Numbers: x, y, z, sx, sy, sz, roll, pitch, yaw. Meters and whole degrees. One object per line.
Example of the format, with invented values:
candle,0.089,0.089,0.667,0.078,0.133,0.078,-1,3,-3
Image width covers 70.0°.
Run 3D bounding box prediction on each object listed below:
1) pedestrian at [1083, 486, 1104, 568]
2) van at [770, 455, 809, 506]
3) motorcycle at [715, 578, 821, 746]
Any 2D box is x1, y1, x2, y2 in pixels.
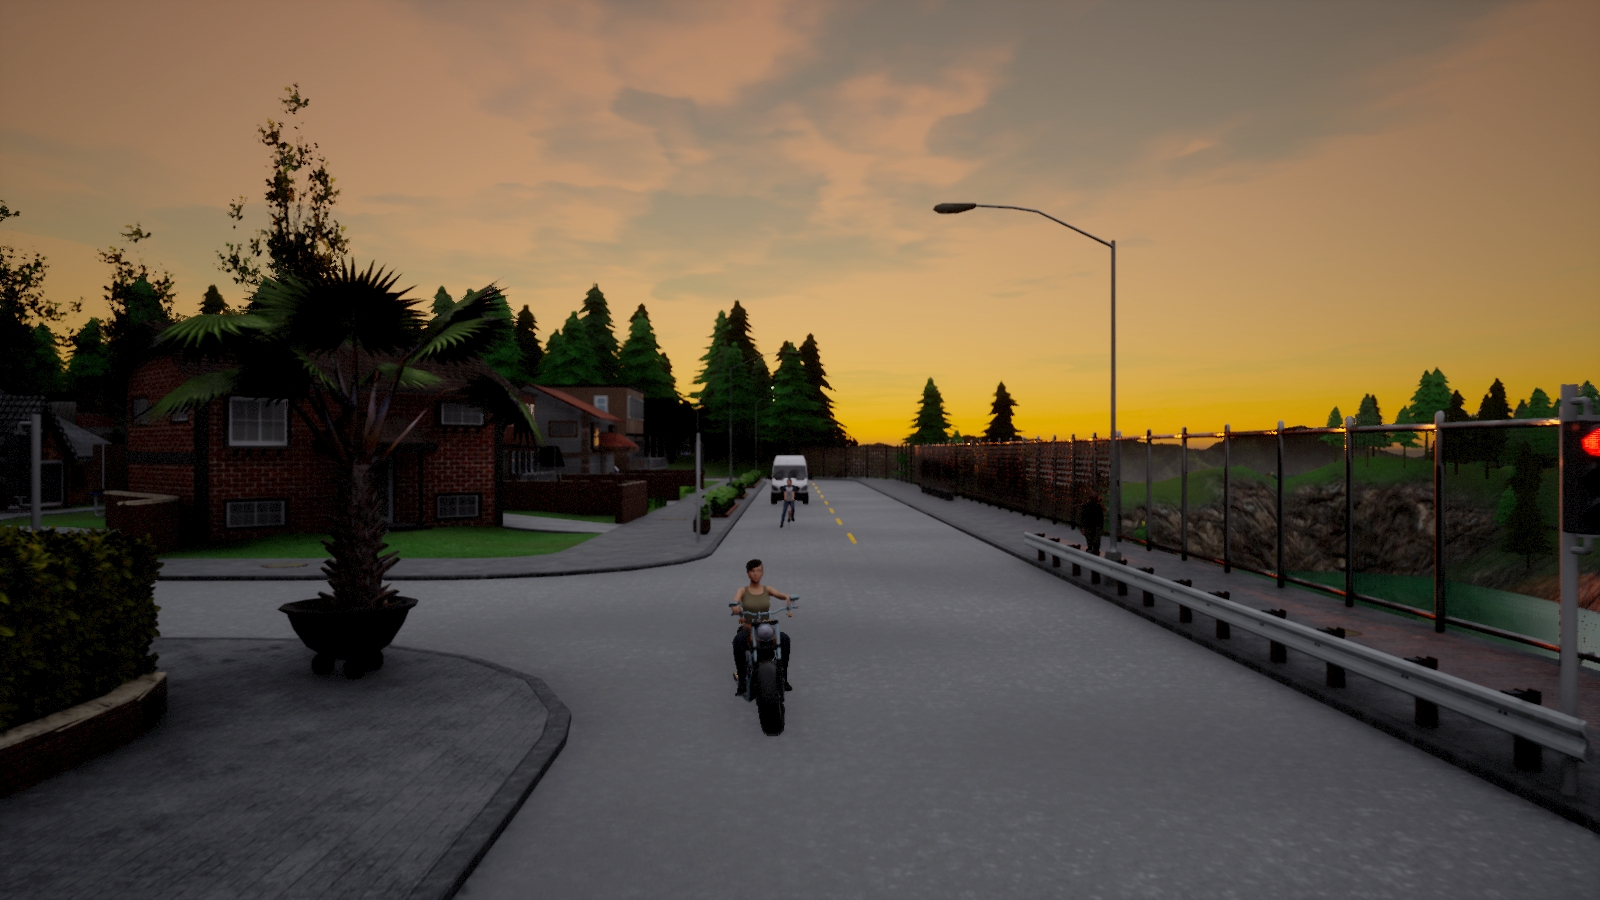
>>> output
pedestrian,6.751,1.765,26.278,0.375,1.860,0.375,0,0,-1
van,-0.540,1.580,61.076,1.988,2.561,5.915,0,0,0
motorcycle,-0.391,2.165,12.157,0.764,1.307,2.356,-1,0,-10
